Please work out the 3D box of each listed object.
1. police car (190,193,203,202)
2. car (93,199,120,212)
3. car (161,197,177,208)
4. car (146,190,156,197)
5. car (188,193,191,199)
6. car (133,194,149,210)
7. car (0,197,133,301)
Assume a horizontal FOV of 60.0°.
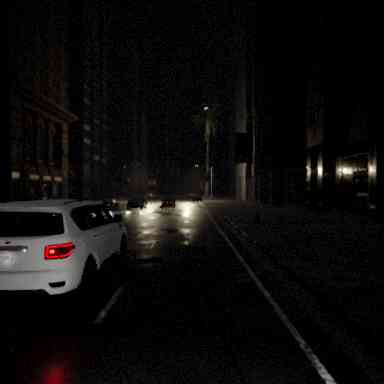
[{"bbox_3d":[1.136,1.219,68.036,1.930,1.638,5.238,0,0,0],"label":"police car"},{"bbox_3d":[-9.845,1.479,38.556,1.895,1.301,4.718,0,0,0],"label":"car"},{"bbox_3d":[-3.154,1.404,45.200,2.033,1.411,5.357,0,0,0],"label":"car"},{"bbox_3d":[-9.752,0.609,79.185,2.150,2.045,5.566,0,0,0],"label":"car"},{"bbox_3d":[-0.002,0.991,86.091,2.097,1.767,4.553,0,0,0],"label":"car"},{"bbox_3d":[-6.592,1.352,39.886,1.882,1.535,5.008,0,0,0],"label":"car"},{"bbox_3d":[-3.152,1.196,8.388,2.150,2.045,5.566,0,0,0],"label":"car"}]
